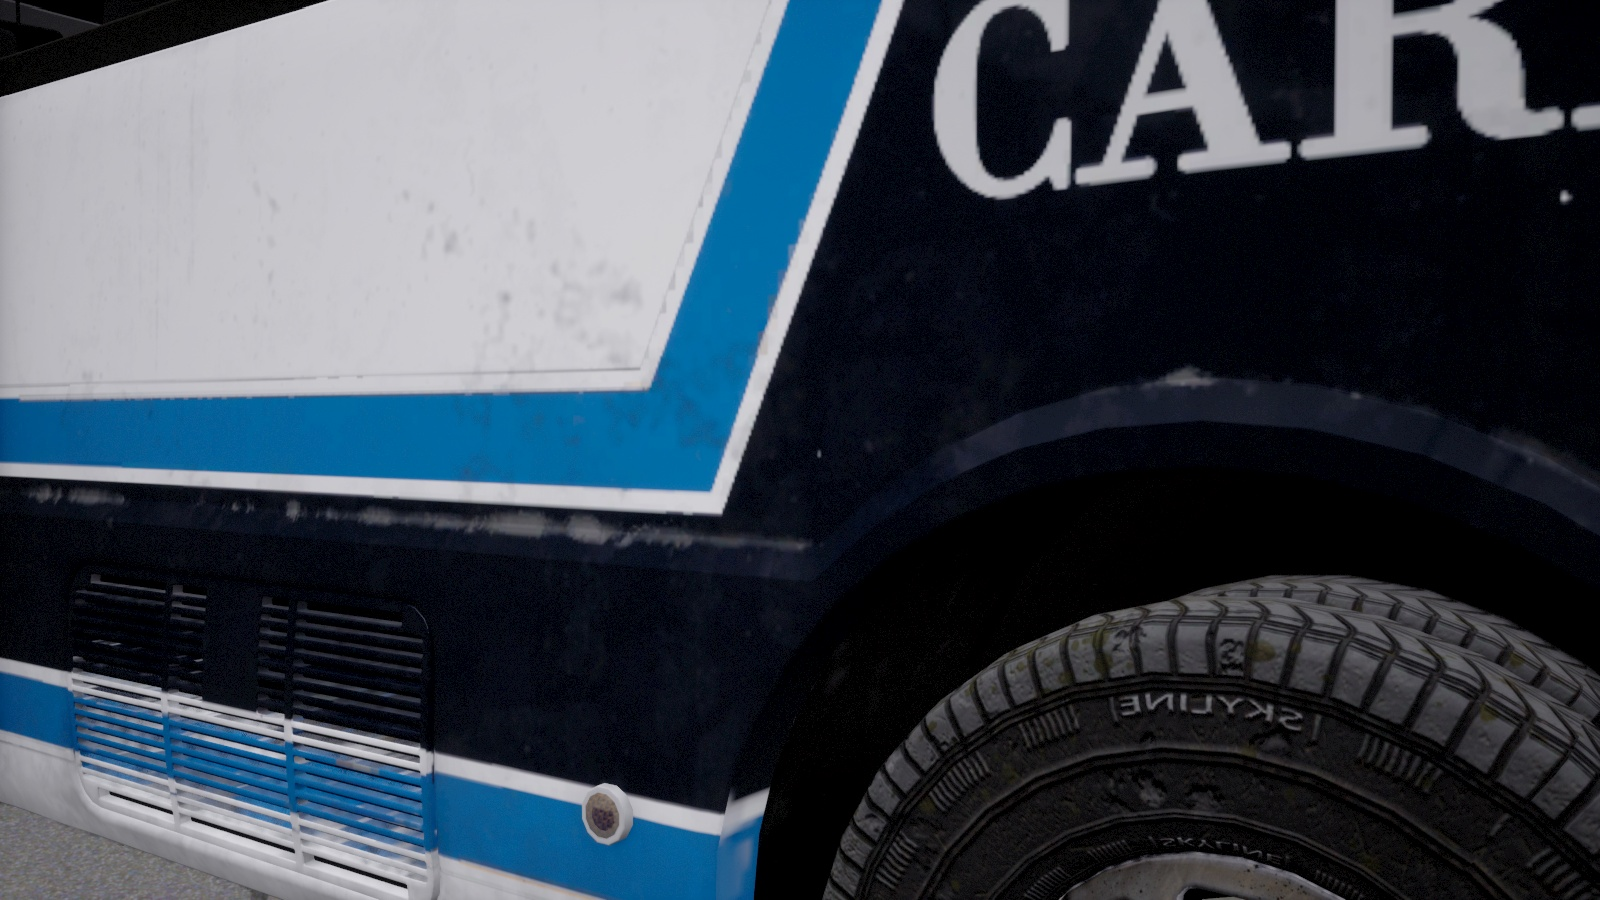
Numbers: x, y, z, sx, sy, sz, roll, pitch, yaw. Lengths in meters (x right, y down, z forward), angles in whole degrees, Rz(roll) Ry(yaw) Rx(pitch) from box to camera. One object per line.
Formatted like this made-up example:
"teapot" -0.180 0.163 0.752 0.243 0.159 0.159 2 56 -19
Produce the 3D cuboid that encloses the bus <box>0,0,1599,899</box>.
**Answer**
"bus" -0.868 -0.689 4.212 10.273 4.253 3.944 0 1 33
